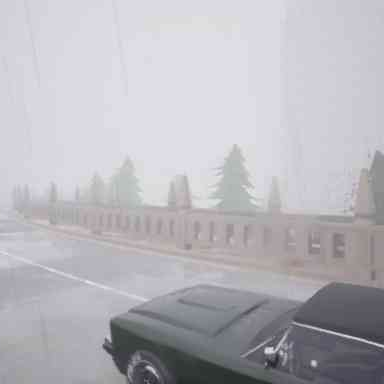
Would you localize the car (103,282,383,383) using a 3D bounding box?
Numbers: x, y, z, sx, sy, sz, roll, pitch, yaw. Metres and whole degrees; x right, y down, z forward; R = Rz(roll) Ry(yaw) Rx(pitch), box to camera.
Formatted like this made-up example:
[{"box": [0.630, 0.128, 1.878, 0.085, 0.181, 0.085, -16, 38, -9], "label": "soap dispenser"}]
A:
[{"box": [1.320, 1.606, 3.135, 4.718, 1.301, 1.895, 0, 0, 36], "label": "car"}]
